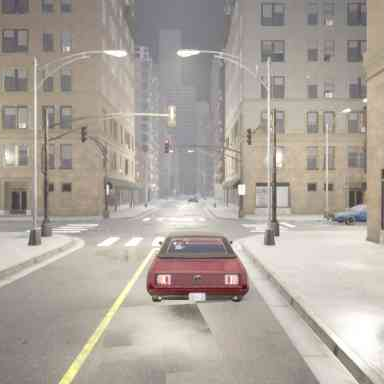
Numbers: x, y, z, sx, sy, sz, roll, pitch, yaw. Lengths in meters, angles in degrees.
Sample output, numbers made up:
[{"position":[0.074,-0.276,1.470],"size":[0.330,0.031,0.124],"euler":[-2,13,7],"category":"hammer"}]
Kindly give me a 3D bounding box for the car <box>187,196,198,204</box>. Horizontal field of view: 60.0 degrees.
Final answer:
[{"position":[0.169,1.507,65.188],"size":[1.812,1.442,4.674],"euler":[0,0,0],"category":"car"}]

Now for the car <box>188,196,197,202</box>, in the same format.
[{"position":[0.085,1.566,75.116],"size":[1.895,1.301,4.718],"euler":[0,0,0],"category":"car"}]

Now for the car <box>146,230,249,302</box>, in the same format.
[{"position":[0.092,1.601,8.203],"size":[1.895,1.301,4.718],"euler":[0,0,0],"category":"car"}]

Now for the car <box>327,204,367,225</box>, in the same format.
[{"position":[12.194,1.512,22.796],"size":[5.357,1.411,2.033],"euler":[0,0,3],"category":"car"}]
